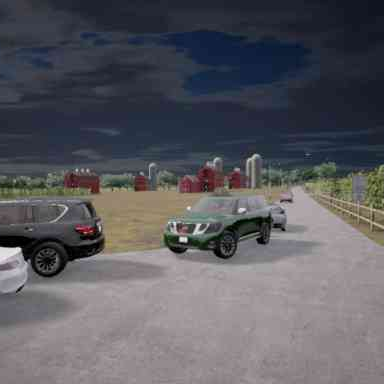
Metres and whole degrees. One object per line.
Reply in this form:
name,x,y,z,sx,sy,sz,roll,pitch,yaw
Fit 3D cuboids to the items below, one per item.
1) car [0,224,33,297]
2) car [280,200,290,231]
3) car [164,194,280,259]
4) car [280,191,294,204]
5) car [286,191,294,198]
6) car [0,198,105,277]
car,-5.669,1.615,6.202,4.674,1.442,1.812,-2,1,-23
car,4.367,1.388,19.043,1.994,1.385,4.181,0,0,17
car,1.265,1.113,12.711,2.150,2.045,5.566,0,0,34
car,14.460,0.969,50.943,1.882,1.535,5.008,0,1,18
car,23.792,0.557,80.508,1.837,1.490,4.892,0,1,18
car,-5.390,1.231,9.622,5.566,2.045,2.150,-1,1,-4
